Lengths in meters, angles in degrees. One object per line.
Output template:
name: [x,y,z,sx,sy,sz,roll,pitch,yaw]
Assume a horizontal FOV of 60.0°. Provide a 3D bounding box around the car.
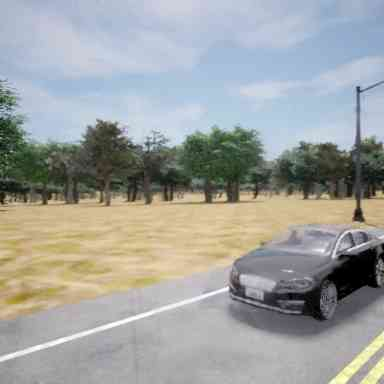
car: [2.827,1.506,7.507,4.902,1.511,2.128,0,0,-45]
